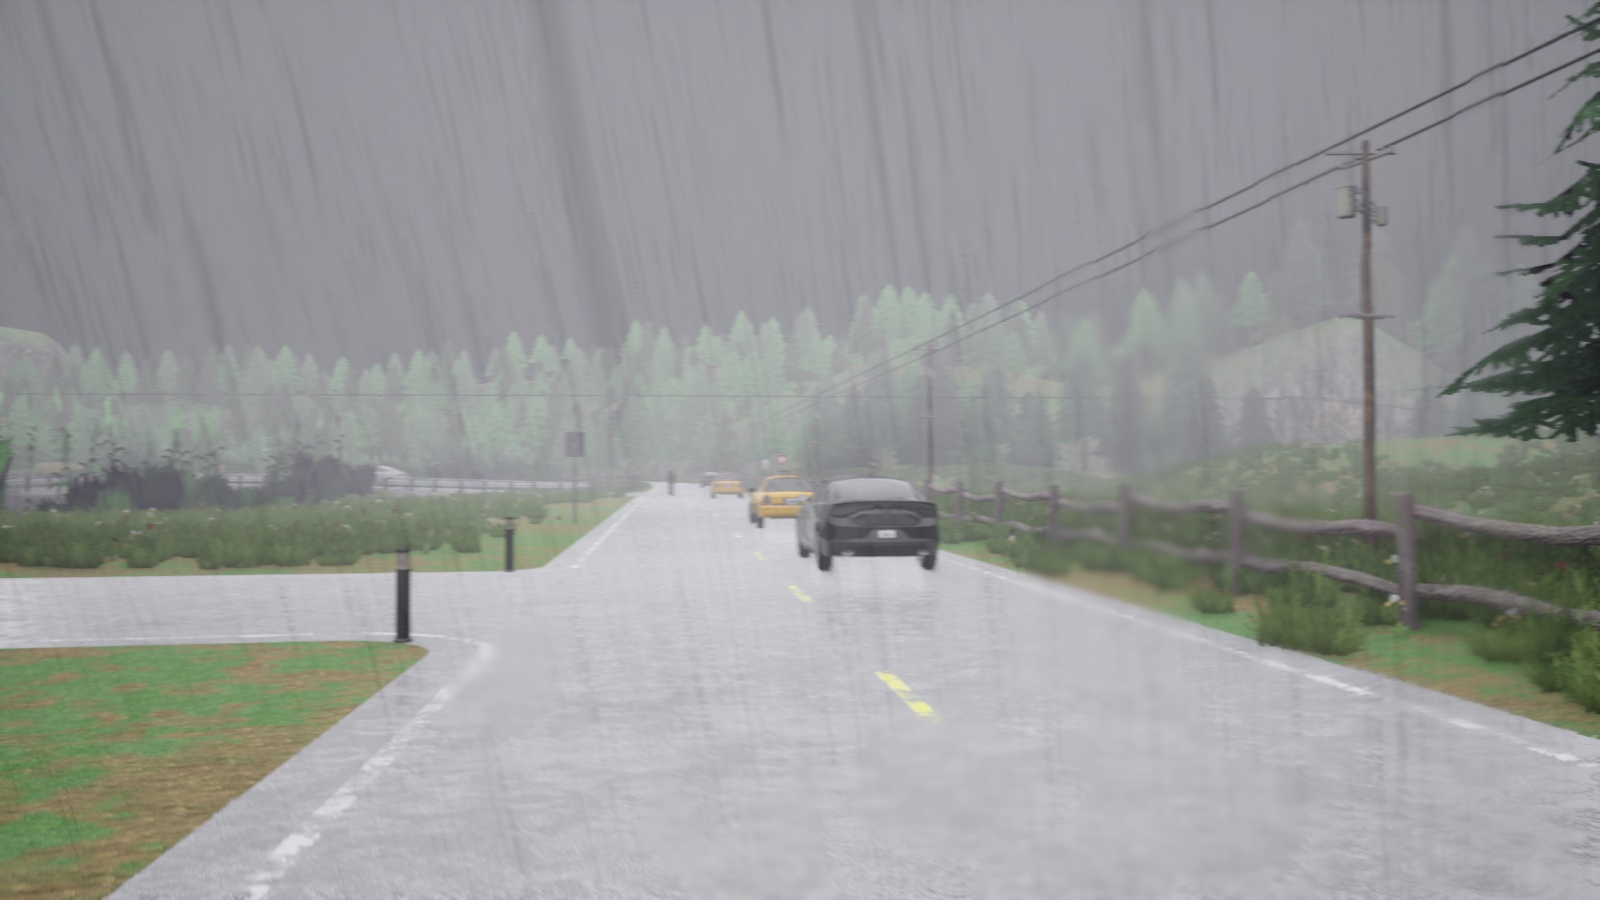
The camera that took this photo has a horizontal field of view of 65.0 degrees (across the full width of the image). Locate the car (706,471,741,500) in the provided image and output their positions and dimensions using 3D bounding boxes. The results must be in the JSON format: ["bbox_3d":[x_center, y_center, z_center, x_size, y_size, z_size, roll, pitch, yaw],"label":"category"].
[{"bbox_3d":[-4.452,2.019,72.318,1.801,1.575,5.366,0,-1,-5],"label":"car"}]

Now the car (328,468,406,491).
[{"bbox_3d":[-29.459,2.017,85.497,4.674,1.442,1.812,1,-1,-4],"label":"car"}]

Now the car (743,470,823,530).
[{"bbox_3d":[-0.570,1.366,35.850,1.801,1.575,5.366,0,-1,-6],"label":"car"}]

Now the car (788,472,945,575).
[{"bbox_3d":[0.979,1.146,21.411,1.882,1.535,5.008,0,-1,-6],"label":"car"}]
